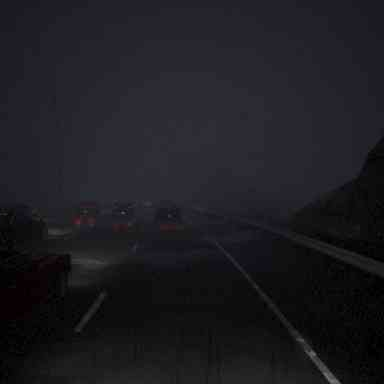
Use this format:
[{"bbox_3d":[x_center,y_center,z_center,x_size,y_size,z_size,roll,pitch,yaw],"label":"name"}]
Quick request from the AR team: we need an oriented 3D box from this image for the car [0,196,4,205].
[{"bbox_3d":[-37.499,1.649,63.724,1.882,1.535,5.008,0,0,-21],"label":"car"}]

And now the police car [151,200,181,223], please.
[{"bbox_3d":[-1.976,1.479,26.089,1.930,1.638,5.238,0,0,-8],"label":"police car"}]

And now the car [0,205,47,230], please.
[{"bbox_3d":[-7.620,1.528,13.803,2.128,1.511,4.902,0,0,-5],"label":"car"}]

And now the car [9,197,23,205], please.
[{"bbox_3d":[-33.638,1.690,63.527,1.812,1.442,4.674,0,0,-21],"label":"car"}]

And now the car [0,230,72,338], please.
[{"bbox_3d":[-3.598,1.616,5.515,1.895,1.301,4.718,0,0,-2],"label":"car"}]

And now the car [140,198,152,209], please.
[{"bbox_3d":[-6.495,1.630,48.387,1.812,1.442,4.674,0,0,-14],"label":"car"}]

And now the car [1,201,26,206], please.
[{"bbox_3d":[-12.136,1.565,23.036,1.837,1.490,4.892,0,0,-8],"label":"car"}]

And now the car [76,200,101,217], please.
[{"bbox_3d":[-10.178,1.569,32.885,2.128,1.511,4.902,0,0,-10],"label":"car"}]

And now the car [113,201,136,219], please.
[{"bbox_3d":[-6.181,1.559,30.350,2.128,1.511,4.902,0,0,-10],"label":"car"}]
